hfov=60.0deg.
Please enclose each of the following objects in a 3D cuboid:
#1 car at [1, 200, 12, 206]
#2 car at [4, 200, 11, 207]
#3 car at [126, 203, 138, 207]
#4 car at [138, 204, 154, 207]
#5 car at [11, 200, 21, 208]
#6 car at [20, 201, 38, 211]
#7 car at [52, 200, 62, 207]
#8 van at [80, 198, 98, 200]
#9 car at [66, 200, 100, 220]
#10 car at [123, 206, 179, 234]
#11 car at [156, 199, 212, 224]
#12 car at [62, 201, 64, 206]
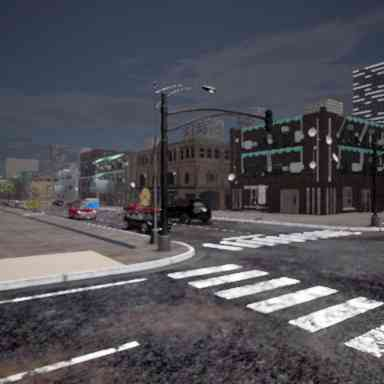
[{"bbox_3d":[-46.288,2.678,82.896,1.887,1.381,4.507,-1,0,-35],"label":"car"},{"bbox_3d":[-39.873,2.460,73.876,1.967,1.590,4.097,-1,0,-35],"label":"car"},{"bbox_3d":[-7.371,2.115,42.655,1.802,1.307,4.206,-1,0,-35],"label":"car"},{"bbox_3d":[-4.163,2.053,38.145,1.802,1.307,4.206,-1,0,-35],"label":"car"},{"bbox_3d":[-33.454,2.456,64.857,2.008,1.369,4.403,-1,0,-35],"label":"car"},{"bbox_3d":[-26.937,2.314,55.698,1.752,1.417,4.829,-1,0,-35],"label":"car"},{"bbox_3d":[-29.834,2.512,74.226,1.947,1.339,4.313,-1,0,-35],"label":"car"},{"bbox_3d":[-17.002,2.055,56.186,1.690,1.788,3.998,-1,0,-35],"label":"van"},{"bbox_3d":[-10.993,1.928,33.286,1.967,1.590,4.097,-1,0,-35],"label":"car"},{"bbox_3d":[-3.045,1.896,21.908,1.947,1.339,4.313,-1,0,-35],"label":"car"},{"bbox_3d":[-0.576,1.586,28.657,2.150,2.045,5.566,0,-1,-36],"label":"car"},{"bbox_3d":[-23.416,2.376,65.205,1.887,1.381,4.507,-1,0,-35],"label":"car"}]
